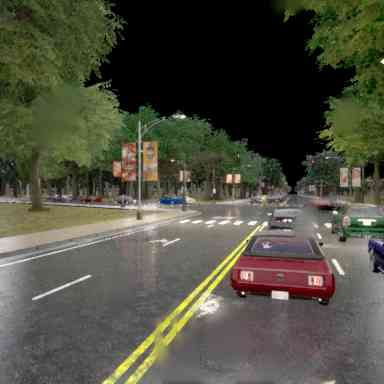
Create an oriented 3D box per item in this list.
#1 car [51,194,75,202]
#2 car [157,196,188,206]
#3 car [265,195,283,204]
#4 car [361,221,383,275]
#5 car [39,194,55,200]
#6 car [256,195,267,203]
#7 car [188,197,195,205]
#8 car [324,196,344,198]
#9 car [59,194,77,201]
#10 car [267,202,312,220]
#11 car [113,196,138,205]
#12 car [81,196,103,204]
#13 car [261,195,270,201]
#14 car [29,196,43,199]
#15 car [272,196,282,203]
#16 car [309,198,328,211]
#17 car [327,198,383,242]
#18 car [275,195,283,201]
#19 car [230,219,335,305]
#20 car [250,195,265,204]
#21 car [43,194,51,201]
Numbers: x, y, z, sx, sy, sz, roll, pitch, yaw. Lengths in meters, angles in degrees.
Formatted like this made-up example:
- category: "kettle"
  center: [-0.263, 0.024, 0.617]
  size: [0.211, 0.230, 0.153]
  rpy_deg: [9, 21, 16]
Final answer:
- category: "car"
  center: [-26.114, 1.300, 67.529]
  size: [4.674, 1.442, 1.812]
  rpy_deg: [0, 0, 40]
- category: "car"
  center: [-3.496, 1.380, 52.837]
  size: [5.008, 1.535, 1.882]
  rpy_deg: [0, 0, 40]
- category: "car"
  center: [15.442, 1.554, 62.587]
  size: [2.033, 1.411, 5.357]
  rpy_deg: [0, 0, 18]
- category: "car"
  center: [5.463, 1.601, 7.596]
  size: [1.895, 1.301, 4.718]
  rpy_deg: [0, 0, 17]
- category: "car"
  center: [-37.287, 1.253, 85.454]
  size: [4.181, 1.385, 1.994]
  rpy_deg: [0, 0, 40]
- category: "car"
  center: [15.321, 1.486, 73.072]
  size: [1.882, 1.535, 5.008]
  rpy_deg: [0, 0, 17]
- category: "car"
  center: [-1.531, 1.426, 55.434]
  size: [4.674, 1.442, 1.812]
  rpy_deg: [0, 0, 40]
- category: "car"
  center: [17.367, 1.366, 41.924]
  size: [2.097, 1.767, 4.553]
  rpy_deg: [0, 0, -21]
- category: "car"
  center: [-29.403, 1.260, 78.806]
  size: [4.674, 1.442, 1.812]
  rpy_deg: [0, 0, 40]
- category: "car"
  center: [4.935, 1.505, 17.070]
  size: [1.837, 1.490, 4.892]
  rpy_deg: [0, 0, 17]
- category: "car"
  center: [-10.938, 1.361, 54.653]
  size: [4.902, 1.511, 2.128]
  rpy_deg: [0, 0, 41]
- category: "car"
  center: [-18.369, 1.423, 60.932]
  size: [4.718, 1.301, 1.895]
  rpy_deg: [0, 0, 41]
- category: "car"
  center: [18.351, 1.535, 82.881]
  size: [1.812, 1.442, 4.674]
  rpy_deg: [0, 0, 17]
- category: "car"
  center: [-39.383, 1.253, 82.971]
  size: [4.181, 1.385, 1.994]
  rpy_deg: [0, 0, 40]
- category: "car"
  center: [18.513, 1.604, 72.390]
  size: [1.895, 1.301, 4.718]
  rpy_deg: [0, 0, 17]
- category: "car"
  center: [14.922, 1.629, 37.304]
  size: [4.718, 1.301, 1.895]
  rpy_deg: [0, 0, 40]
- category: "car"
  center: [8.069, 1.352, 16.199]
  size: [2.097, 1.767, 4.553]
  rpy_deg: [0, 0, 17]
- category: "car"
  center: [21.572, 1.489, 82.299]
  size: [1.882, 1.535, 5.008]
  rpy_deg: [0, 0, 17]
- category: "car"
  center: [2.255, 1.601, 8.207]
  size: [1.895, 1.301, 4.718]
  rpy_deg: [0, 0, 17]
- category: "car"
  center: [12.368, 1.554, 63.631]
  size: [2.033, 1.411, 5.357]
  rpy_deg: [0, 0, 18]
- category: "car"
  center: [-31.779, 1.259, 76.557]
  size: [4.674, 1.442, 1.812]
  rpy_deg: [0, 0, 40]
